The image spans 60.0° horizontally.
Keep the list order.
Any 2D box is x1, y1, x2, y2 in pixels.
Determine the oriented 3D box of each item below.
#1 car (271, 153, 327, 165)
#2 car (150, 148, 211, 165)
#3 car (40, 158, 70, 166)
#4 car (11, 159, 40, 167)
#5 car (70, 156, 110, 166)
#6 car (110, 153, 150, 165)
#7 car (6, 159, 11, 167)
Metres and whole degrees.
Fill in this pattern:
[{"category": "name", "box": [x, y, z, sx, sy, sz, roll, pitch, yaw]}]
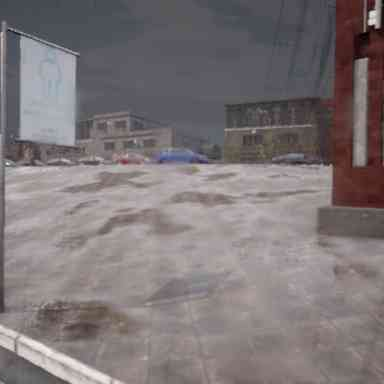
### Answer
[{"category": "car", "box": [9.301, -2.710, 29.197, 4.674, 1.452, 2.002, 2, 1, 22]}, {"category": "car", "box": [-0.881, -3.355, 33.443, 5.566, 2.045, 2.435, 2, 1, 25]}, {"category": "car", "box": [-15.894, -3.436, 40.684, 4.674, 1.452, 2.002, 1, 1, 28]}, {"category": "car", "box": [-20.757, -3.549, 43.292, 4.792, 1.488, 2.163, 1, 1, 29]}, {"category": "car", "box": [-11.062, -3.373, 38.225, 4.892, 1.521, 2.231, 1, 1, 27]}, {"category": "car", "box": [-5.982, -3.375, 35.782, 4.553, 1.767, 2.185, 1, 1, 26]}, {"category": "car", "box": [-25.750, -3.811, 46.092, 4.553, 1.767, 2.185, 1, 1, 31]}]
